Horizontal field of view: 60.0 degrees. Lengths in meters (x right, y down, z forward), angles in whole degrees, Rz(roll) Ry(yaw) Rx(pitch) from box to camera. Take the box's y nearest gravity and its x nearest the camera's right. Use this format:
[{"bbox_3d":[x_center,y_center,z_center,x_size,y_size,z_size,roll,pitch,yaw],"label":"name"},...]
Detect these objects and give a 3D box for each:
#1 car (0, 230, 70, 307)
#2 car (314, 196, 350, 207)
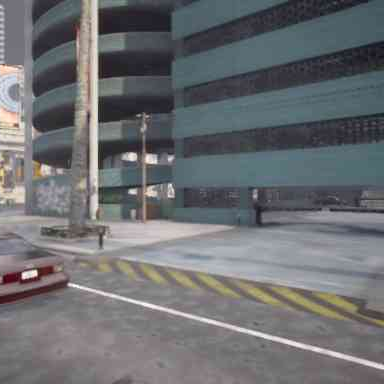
[{"bbox_3d":[-5.036,1.573,7.585,5.357,1.411,2.033,0,0,35],"label":"car"},{"bbox_3d":[20.026,1.355,47.711,4.674,1.452,2.002,0,0,36],"label":"car"}]
